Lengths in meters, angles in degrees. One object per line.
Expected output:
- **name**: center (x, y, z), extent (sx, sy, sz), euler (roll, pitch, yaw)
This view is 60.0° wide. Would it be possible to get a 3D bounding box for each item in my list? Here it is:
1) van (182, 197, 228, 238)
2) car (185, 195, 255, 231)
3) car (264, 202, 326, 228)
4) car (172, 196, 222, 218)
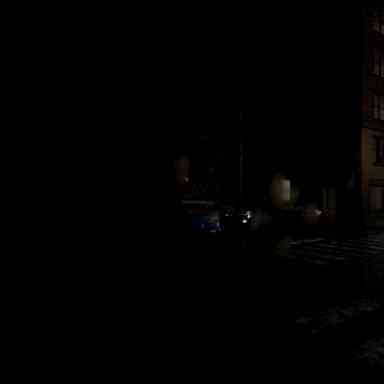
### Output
- **van**: center (-0.189, 1.340, 17.483), extent (1.690, 1.788, 3.998), euler (0, 0, -35)
- **car**: center (1.321, 1.214, 20.172), extent (2.150, 2.045, 5.566), euler (0, 0, -33)
- **car**: center (6.782, 1.423, 22.392), extent (1.967, 1.590, 4.097), euler (0, 0, -35)
- **car**: center (0.370, 1.291, 31.538), extent (2.192, 1.841, 5.009), euler (0, 0, -35)
